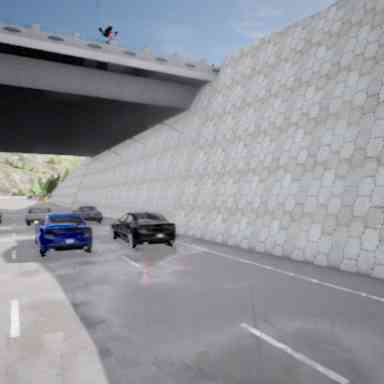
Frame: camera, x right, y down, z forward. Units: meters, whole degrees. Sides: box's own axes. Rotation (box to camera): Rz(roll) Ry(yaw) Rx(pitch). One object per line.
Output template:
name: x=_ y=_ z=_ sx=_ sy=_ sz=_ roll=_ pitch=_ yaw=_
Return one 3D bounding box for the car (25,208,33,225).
car: x=-12.162 y=1.875 z=26.454 sx=1.895 sy=1.301 sz=4.718 roll=0 pitch=-1 yaw=-28

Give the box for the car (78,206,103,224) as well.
car: x=-8.736 y=1.836 z=27.459 sx=2.033 sy=1.411 sz=5.357 roll=0 pitch=-1 yaw=-28

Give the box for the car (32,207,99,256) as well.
car: x=-5.535 y=1.625 z=14.132 sx=1.882 sy=1.535 sz=5.008 roll=0 pitch=0 yaw=-28

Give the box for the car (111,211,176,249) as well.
car: x=-2.448 y=1.647 z=15.782 sx=1.882 sy=1.535 sz=5.008 roll=0 pitch=0 yaw=-28

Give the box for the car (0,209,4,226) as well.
car: x=-15.711 y=1.739 z=25.687 sx=1.882 sy=1.535 sz=5.008 roll=0 pitch=0 yaw=-28
